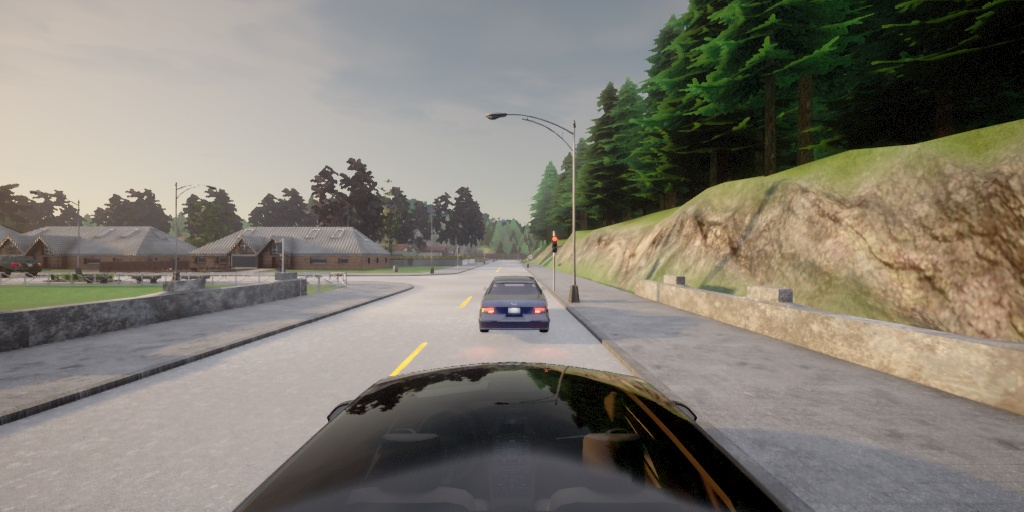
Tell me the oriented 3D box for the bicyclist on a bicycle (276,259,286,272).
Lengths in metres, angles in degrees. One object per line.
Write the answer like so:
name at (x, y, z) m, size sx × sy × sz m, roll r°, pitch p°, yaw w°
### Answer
bicyclist on a bicycle at (-24.157, 1.099, 37.533) m, size 0.582 × 1.620 × 1.656 m, roll 0°, pitch 0°, yaw 0°

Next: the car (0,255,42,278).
car at (-47.370, 0.971, 33.288) m, size 5.566 × 2.045 × 2.150 m, roll 0°, pitch 0°, yaw 1°

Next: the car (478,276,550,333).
car at (0.064, 1.297, 10.749) m, size 2.033 × 1.411 × 5.357 m, roll 0°, pitch 0°, yaw 0°
